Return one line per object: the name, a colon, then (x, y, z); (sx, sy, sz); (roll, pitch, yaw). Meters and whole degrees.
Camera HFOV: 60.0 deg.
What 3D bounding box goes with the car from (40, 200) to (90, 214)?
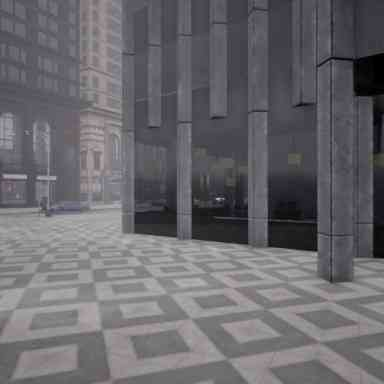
car: (-13.936, 1.619, 36.916); (2.033, 1.411, 5.357); (0, 0, 35)
